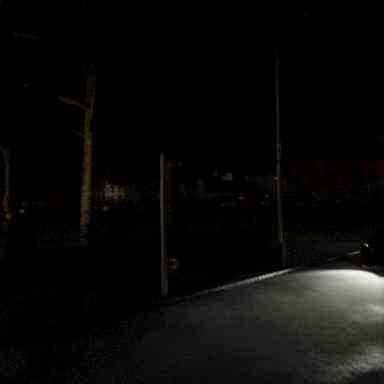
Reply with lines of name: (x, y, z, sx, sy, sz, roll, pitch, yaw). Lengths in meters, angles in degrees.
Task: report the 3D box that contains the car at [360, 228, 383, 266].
car: (7.174, 1.653, 10.776, 4.181, 1.385, 1.994, 0, -1, -40)
